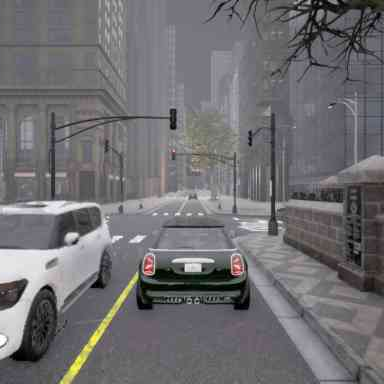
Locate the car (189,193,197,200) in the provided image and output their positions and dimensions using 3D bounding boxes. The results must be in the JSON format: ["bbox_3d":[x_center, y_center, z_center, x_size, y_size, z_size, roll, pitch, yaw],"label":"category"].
[{"bbox_3d":[0.243,0.937,81.242,2.097,1.767,4.553,0,1,0],"label":"car"}]

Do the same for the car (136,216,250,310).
[{"bbox_3d":[0.035,1.352,7.982,2.097,1.767,4.553,0,0,0],"label":"car"}]

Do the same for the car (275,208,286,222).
[{"bbox_3d":[8.420,1.620,26.011,4.181,1.385,1.994,0,0,0],"label":"car"}]

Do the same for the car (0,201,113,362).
[{"bbox_3d":[-3.062,1.221,6.243,2.150,2.045,5.566,0,0,0],"label":"car"}]
